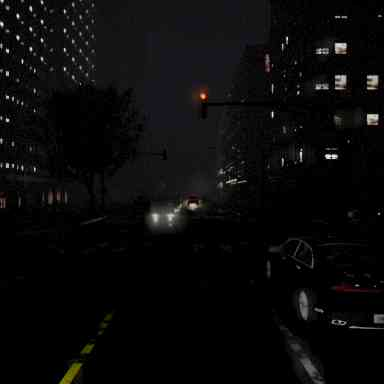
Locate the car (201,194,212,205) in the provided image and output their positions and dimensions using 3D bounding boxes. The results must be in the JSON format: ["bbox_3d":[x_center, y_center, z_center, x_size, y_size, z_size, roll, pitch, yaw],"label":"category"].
[{"bbox_3d":[2.785,1.610,61.347,1.947,1.339,4.313,0,0,0],"label":"car"}]

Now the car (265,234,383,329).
[{"bbox_3d":[2.700,1.551,6.868,2.008,1.369,4.403,0,0,0],"label":"car"}]

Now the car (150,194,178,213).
[{"bbox_3d":[-3.042,1.371,37.003,2.097,1.767,4.553,0,0,0],"label":"car"}]

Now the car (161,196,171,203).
[{"bbox_3d":[-5.579,1.627,72.407,1.947,1.339,4.313,0,0,0],"label":"car"}]

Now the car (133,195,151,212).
[{"bbox_3d":[-5.631,1.336,39.270,2.192,1.841,5.009,0,0,0],"label":"car"}]

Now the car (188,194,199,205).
[{"bbox_3d":[0.195,1.545,59.967,1.837,1.490,4.892,0,-1,0],"label":"car"}]

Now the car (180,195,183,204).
[{"bbox_3d":[-3.007,1.563,55.402,1.812,1.442,4.674,0,0,1],"label":"car"}]

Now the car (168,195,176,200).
[{"bbox_3d":[-5.545,1.654,94.498,2.008,1.369,4.403,0,0,0],"label":"car"}]

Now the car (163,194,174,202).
[{"bbox_3d":[-5.571,1.386,77.929,2.192,1.841,5.009,0,0,0],"label":"car"}]

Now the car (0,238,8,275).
[{"bbox_3d":[-5.680,1.545,6.881,1.887,1.381,4.507,0,0,0],"label":"car"}]

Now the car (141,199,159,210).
[{"bbox_3d":[-5.622,1.592,44.793,1.947,1.339,4.313,0,0,0],"label":"car"}]

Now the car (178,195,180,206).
[{"bbox_3d":[-3.023,1.505,46.094,1.882,1.535,5.008,0,0,0],"label":"car"}]

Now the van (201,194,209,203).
[{"bbox_3d":[2.802,1.402,72.394,1.690,1.788,3.998,0,0,0],"label":"van"}]

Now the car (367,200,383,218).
[{"bbox_3d":[15.302,1.338,23.695,4.181,1.385,1.994,-1,0,0],"label":"car"}]

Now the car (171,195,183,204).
[{"bbox_3d":[-2.938,1.402,65.333,2.097,1.767,4.553,0,0,1],"label":"car"}]

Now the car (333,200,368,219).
[{"bbox_3d":[13.467,1.350,26.257,4.403,1.369,2.008,-1,1,0],"label":"car"}]

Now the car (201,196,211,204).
[{"bbox_3d":[2.794,1.578,67.040,1.752,1.417,4.829,0,0,0],"label":"car"}]
